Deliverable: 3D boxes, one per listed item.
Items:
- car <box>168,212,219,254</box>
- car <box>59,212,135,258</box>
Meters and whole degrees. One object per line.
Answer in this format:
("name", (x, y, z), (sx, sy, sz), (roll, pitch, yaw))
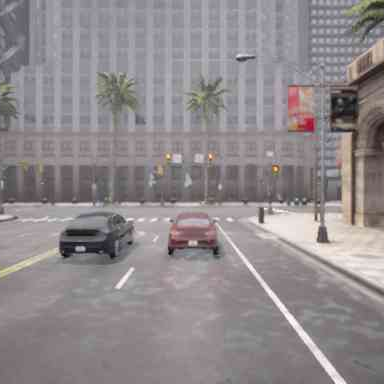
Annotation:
("car", (0.055, 1.534, 13.381), (1.812, 1.442, 4.674), (0, 0, 1))
("car", (-3.450, 1.513, 12.790), (1.837, 1.490, 4.892), (0, 0, 1))
